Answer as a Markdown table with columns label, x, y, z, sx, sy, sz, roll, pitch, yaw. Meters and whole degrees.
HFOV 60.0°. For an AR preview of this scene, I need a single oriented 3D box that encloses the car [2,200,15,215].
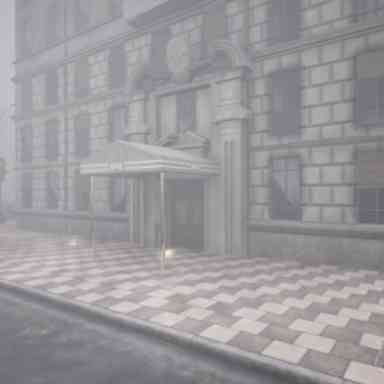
| label | x | y | z | sx | sy | sz | roll | pitch | yaw |
| --- | --- | --- | --- | --- | --- | --- | --- | --- | --- |
| car | -16.961 | 1.521 | 35.265 | 2.097 | 1.767 | 4.553 | 0 | 0 | 35 |
